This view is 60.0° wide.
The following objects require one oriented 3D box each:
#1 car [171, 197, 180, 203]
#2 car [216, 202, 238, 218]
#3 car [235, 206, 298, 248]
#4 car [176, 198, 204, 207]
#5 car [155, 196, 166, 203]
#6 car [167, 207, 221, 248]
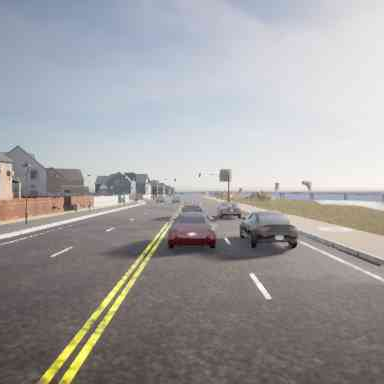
[{"bbox_3d":[-3.250,1.666,69.235,2.033,1.411,5.357,0,0,0],"label":"car"},{"bbox_3d":[3.250,1.570,29.651,2.033,1.411,5.357,0,0,0],"label":"car"},{"bbox_3d":[3.250,1.533,14.650,1.812,1.442,4.674,0,0,0],"label":"car"},{"bbox_3d":[0.000,1.502,29.651,2.128,1.511,4.902,0,0,0],"label":"car"},{"bbox_3d":[-6.499,1.617,69.235,1.837,1.490,4.892,0,0,0],"label":"car"},{"bbox_3d":[0.000,1.572,14.650,1.994,1.385,4.181,0,0,0],"label":"car"}]
